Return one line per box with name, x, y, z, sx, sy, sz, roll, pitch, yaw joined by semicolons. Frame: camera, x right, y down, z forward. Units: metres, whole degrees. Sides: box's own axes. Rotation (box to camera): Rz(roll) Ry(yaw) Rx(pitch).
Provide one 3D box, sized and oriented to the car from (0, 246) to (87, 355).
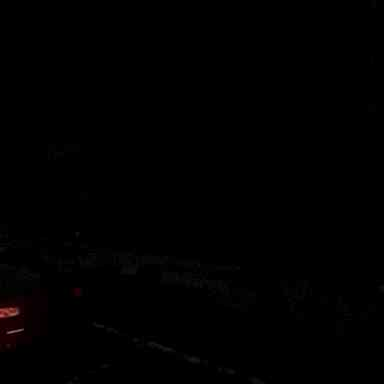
car;-3.502;1.580;5.556;4.206;1.307;1.802;0;0;35
